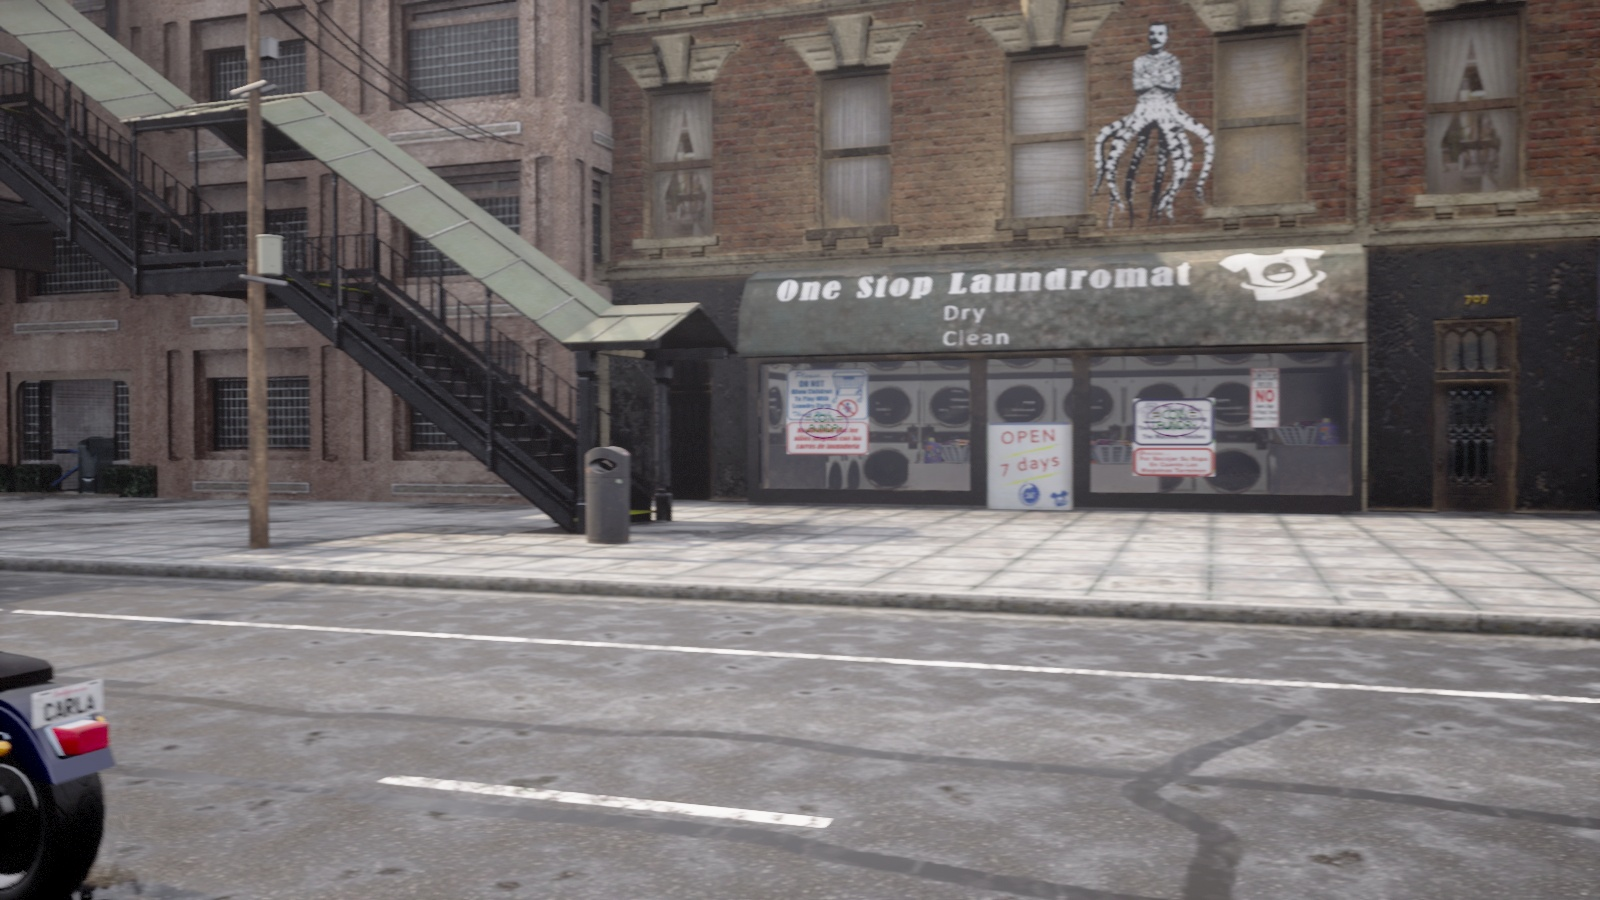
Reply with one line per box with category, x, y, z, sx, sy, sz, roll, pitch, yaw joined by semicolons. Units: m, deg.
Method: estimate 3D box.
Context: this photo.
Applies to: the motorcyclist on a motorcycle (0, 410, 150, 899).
motorcyclist on a motorcycle;-3.491;0.694;4.358;2.350;1.649;0.766;0;1;19
